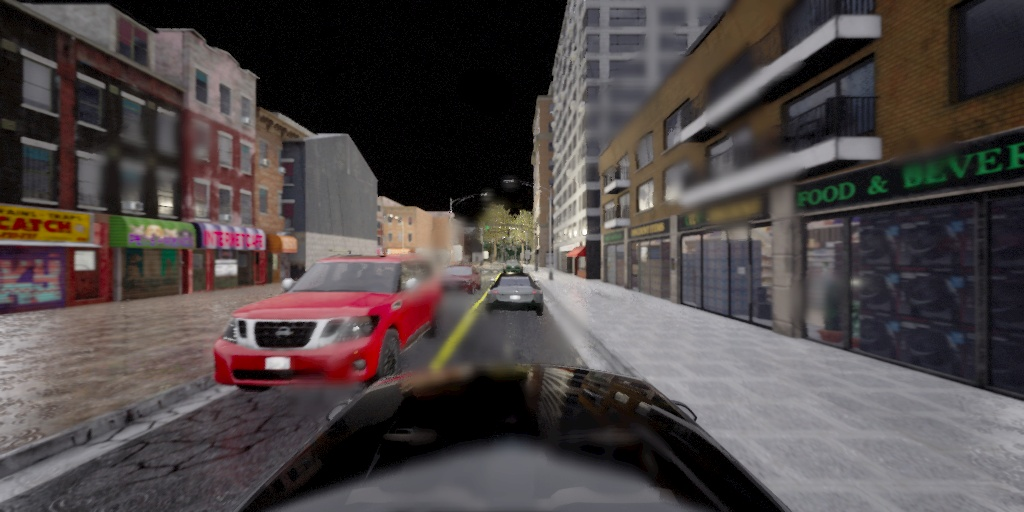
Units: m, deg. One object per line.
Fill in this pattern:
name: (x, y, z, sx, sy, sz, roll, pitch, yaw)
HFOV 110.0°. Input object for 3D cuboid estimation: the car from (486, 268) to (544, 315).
car: (0.103, 1.316, 13.669, 1.994, 1.385, 4.181, 0, 0, 0)

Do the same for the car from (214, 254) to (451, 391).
car: (-2.845, 0.975, 7.138, 2.150, 2.045, 5.566, 0, 0, 0)

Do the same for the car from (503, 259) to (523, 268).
car: (0.106, 1.128, 37.710, 2.097, 1.767, 4.553, 0, 0, 0)

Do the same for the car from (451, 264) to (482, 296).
car: (-2.784, 1.234, 19.746, 1.882, 1.535, 5.008, 0, 0, 1)
